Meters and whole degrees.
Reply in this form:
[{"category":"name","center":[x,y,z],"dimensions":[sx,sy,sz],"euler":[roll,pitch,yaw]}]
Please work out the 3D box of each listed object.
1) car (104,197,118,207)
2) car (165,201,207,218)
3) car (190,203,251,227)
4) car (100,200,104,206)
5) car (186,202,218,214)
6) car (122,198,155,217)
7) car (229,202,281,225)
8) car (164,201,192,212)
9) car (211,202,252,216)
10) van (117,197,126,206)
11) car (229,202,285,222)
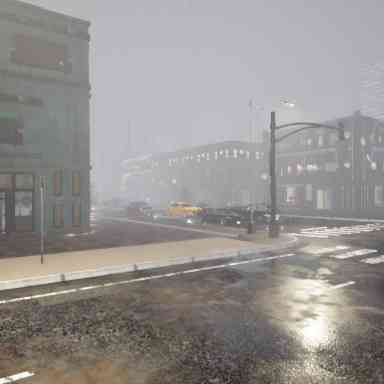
[{"category":"car","center":[-14.542,1.939,64.289],"dimensions":[2.192,1.841,5.009],"euler":[-1,0,-35]},{"category":"car","center":[-0.898,1.803,34.314],"dimensions":[1.882,1.535,5.008],"euler":[-1,0,-34]},{"category":"car","center":[2.046,1.814,25.251],"dimensions":[1.947,1.339,4.313],"euler":[-1,0,-35]},{"category":"car","center":[-17.677,2.227,68.847],"dimensions":[1.887,1.381,4.507],"euler":[-1,0,-35]},{"category":"car","center":[1.170,1.903,41.503],"dimensions":[1.802,1.307,4.206],"euler":[-1,0,-35]},{"category":"car","center":[-5.732,1.846,36.745],"dimensions":[1.967,1.590,4.097],"euler":[-1,0,-35]},{"category":"car","center":[4.787,1.702,26.084],"dimensions":[2.128,1.511,4.902],"euler":[-1,0,-33]},{"category":"car","center":[-1.970,1.965,46.060],"dimensions":[1.802,1.307,4.206],"euler":[-1,0,-35]},{"category":"car","center":[4.311,1.809,36.945],"dimensions":[2.008,1.369,4.403],"euler":[-2,0,-35]},{"category":"van","center":[-11.400,1.906,59.732],"dimensions":[1.690,1.788,3.998],"euler":[-1,0,-35]},{"category":"car","center":[5.778,1.703,30.156],"dimensions":[2.128,1.511,4.902],"euler":[-1,0,-34]}]
